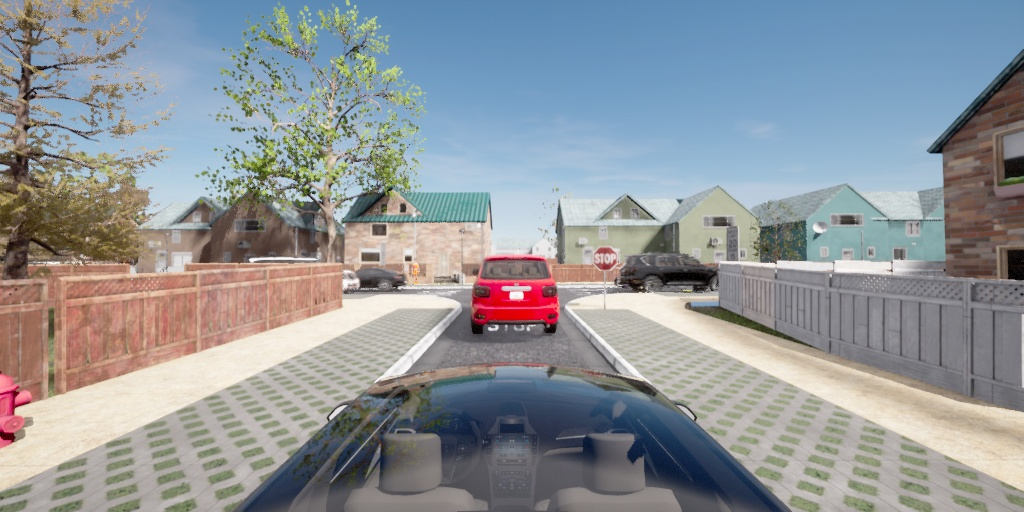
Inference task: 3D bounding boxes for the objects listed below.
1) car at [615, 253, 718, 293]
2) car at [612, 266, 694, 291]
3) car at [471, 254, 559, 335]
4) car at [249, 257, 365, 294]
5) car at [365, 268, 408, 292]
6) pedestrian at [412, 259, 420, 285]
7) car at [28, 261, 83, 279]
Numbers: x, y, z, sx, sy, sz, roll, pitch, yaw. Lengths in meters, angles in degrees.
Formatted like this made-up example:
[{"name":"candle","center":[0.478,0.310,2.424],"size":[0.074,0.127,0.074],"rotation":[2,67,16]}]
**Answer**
[{"name":"car","center":[8.486,0.901,18.724],"size":[5.566,2.045,2.150],"rotation":[0,-1,1]},{"name":"car","center":[8.415,1.320,21.670],"size":[4.181,1.385,1.994],"rotation":[-1,-1,1]},{"name":"car","center":[-0.012,0.973,10.670],"size":[2.150,2.045,5.566],"rotation":[0,0,-2]},{"name":"car","center":[-11.157,1.089,19.021],"size":[5.566,2.045,2.150],"rotation":[-1,-1,1]},{"name":"car","center":[-8.768,1.442,21.928],"size":[4.674,1.442,1.812],"rotation":[-1,-1,1]},{"name":"pedestrian","center":[-6.668,1.110,24.816],"size":[0.375,1.860,0.375],"rotation":[0,-1,1]},{"name":"car","center":[-29.904,1.370,22.250],"size":[5.566,2.045,2.150],"rotation":[-1,-1,1]}]
